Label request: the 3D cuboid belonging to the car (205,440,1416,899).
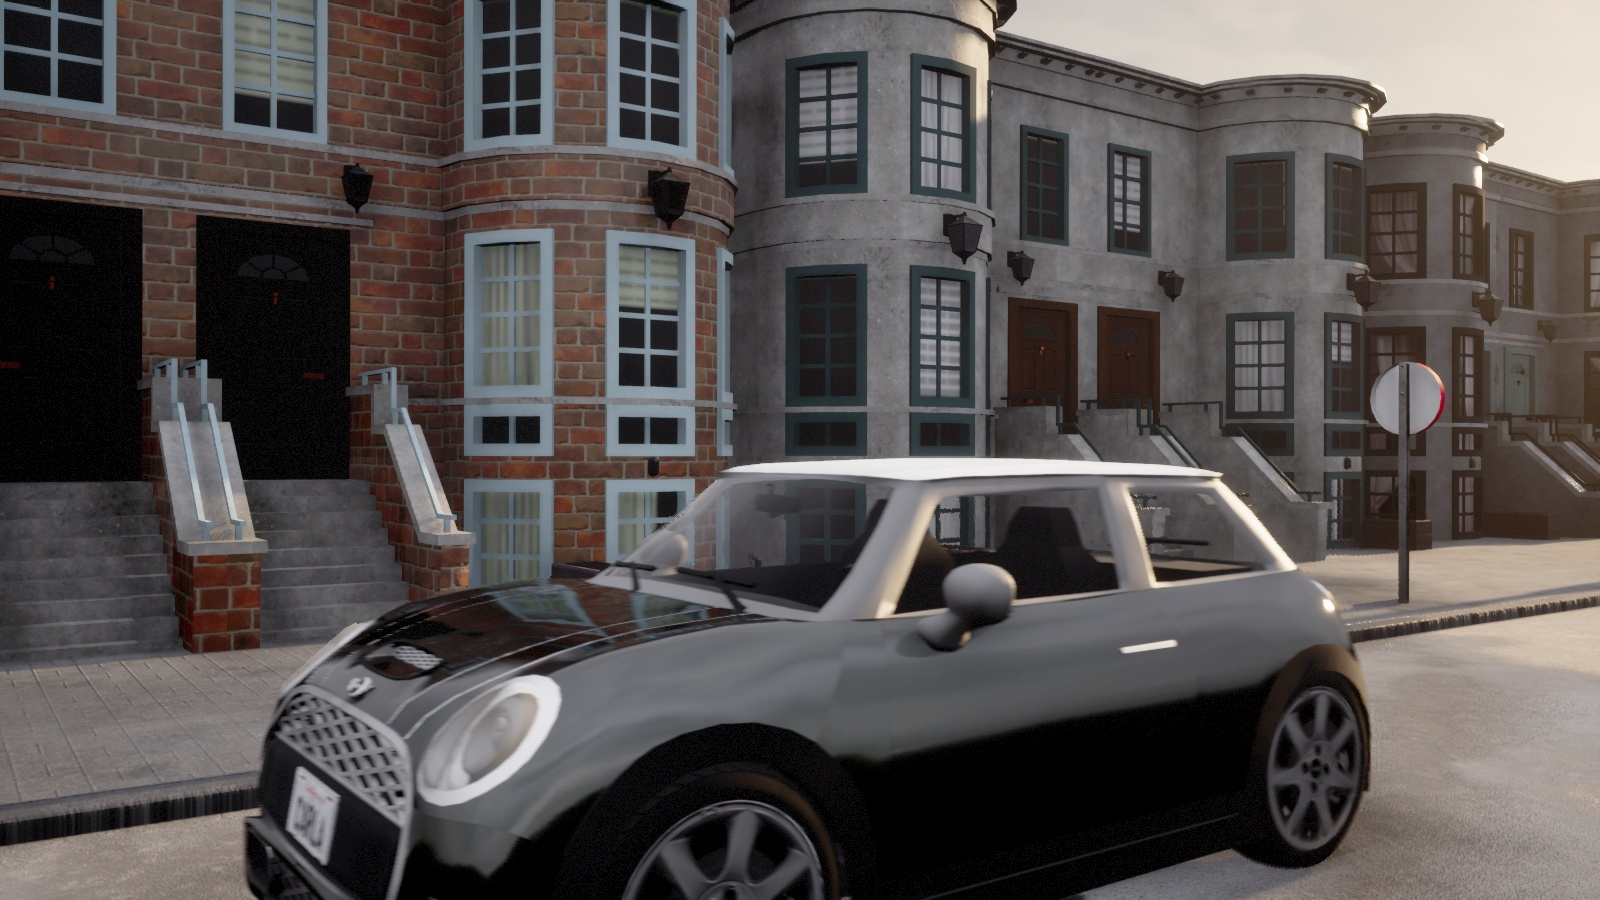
[{"bbox_3d":[0.185,0.721,4.395,3.806,1.475,1.970,0,0,-36],"label":"car"}]
